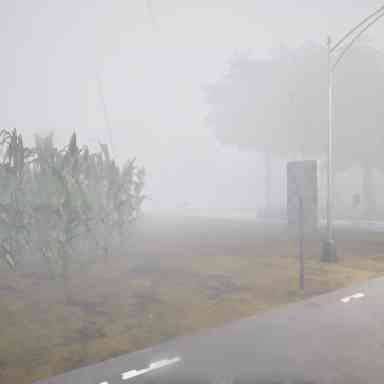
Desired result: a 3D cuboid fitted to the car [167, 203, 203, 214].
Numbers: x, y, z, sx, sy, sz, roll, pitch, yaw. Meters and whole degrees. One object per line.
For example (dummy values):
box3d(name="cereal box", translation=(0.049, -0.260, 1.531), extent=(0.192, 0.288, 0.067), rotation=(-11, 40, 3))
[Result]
box3d(name="car", translation=(-0.665, 1.999, 41.007), extent=(1.895, 1.301, 4.718), rotation=(-1, 0, -35))

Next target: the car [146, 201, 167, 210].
box3d(name="car", translation=(-5.501, 2.111, 52.860), extent=(1.895, 1.301, 4.718), rotation=(-1, 0, -35))

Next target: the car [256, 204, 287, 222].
box3d(name="car", translation=(7.649, 1.800, 29.202), extent=(1.994, 1.385, 4.181), rotation=(-1, 0, -35))
